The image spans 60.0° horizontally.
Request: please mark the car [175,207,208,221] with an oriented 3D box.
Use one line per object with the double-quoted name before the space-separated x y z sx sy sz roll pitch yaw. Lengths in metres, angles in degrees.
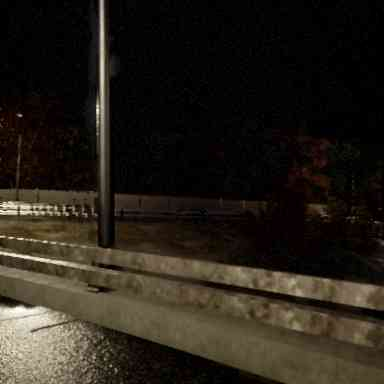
"car" -0.075 2.869 45.659 4.553 1.767 2.097 4 -2 -26
